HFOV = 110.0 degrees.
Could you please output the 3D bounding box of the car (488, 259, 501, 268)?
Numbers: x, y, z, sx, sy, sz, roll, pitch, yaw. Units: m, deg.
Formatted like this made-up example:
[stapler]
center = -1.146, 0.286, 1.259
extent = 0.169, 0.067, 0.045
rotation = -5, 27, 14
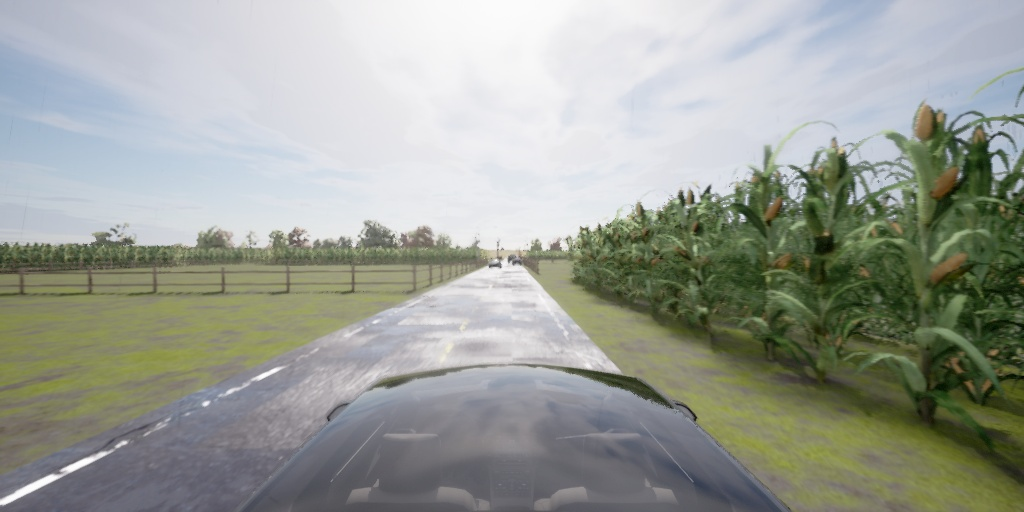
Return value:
[car]
center = -2.722, 1.243, 57.538
extent = 1.994, 1.385, 4.181
rotation = 0, 0, 1
